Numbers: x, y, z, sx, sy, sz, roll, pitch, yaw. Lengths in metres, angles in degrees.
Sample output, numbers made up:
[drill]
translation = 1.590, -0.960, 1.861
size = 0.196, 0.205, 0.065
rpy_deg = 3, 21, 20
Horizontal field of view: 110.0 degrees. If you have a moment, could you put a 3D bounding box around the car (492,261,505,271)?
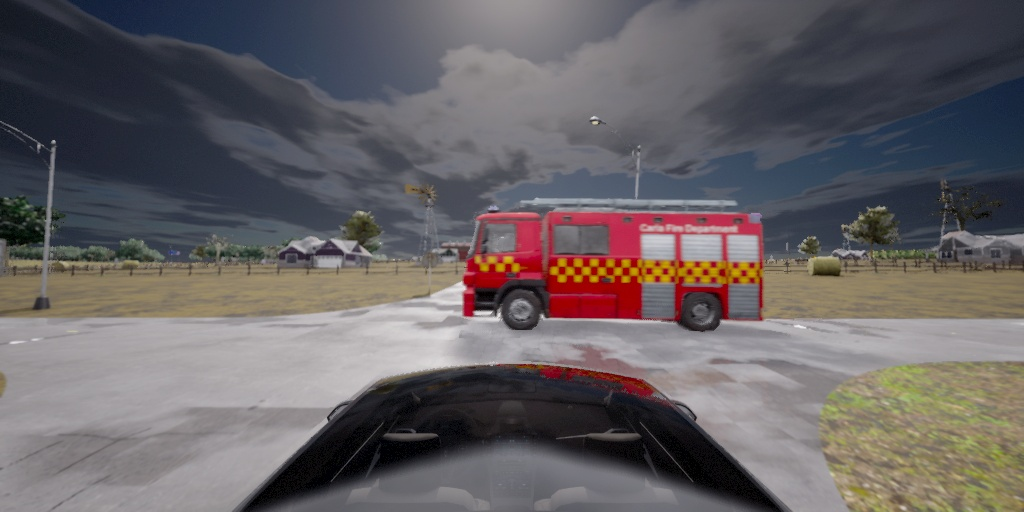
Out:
[car]
translation = -2.239, 1.611, 60.440
size = 1.882, 1.535, 5.008
rpy_deg = 0, 0, 1

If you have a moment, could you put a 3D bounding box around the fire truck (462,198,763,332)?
[fire truck]
translation = 2.842, 0.263, 11.310
size = 8.468, 3.827, 2.891
rpy_deg = 1, -2, 0
